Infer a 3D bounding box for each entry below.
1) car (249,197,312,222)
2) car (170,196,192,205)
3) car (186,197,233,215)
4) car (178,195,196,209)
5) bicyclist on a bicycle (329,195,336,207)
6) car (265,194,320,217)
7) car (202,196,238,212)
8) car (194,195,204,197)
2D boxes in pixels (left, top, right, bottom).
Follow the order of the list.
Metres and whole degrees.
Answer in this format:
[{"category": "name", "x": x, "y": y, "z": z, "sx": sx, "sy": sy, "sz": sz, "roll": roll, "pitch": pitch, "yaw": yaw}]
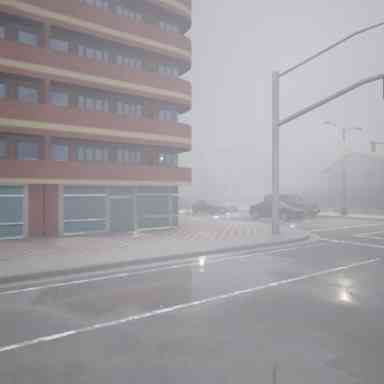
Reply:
[{"category": "car", "x": 6.841, "y": 1.478, "z": 26.991, "sx": 1.882, "sy": 1.535, "sz": 5.008, "roll": 0, "pitch": 0, "yaw": -34}, {"category": "car", "x": -2.086, "y": 1.526, "z": 60.526, "sx": 1.812, "sy": 1.442, "sz": 4.674, "roll": 0, "pitch": 0, "yaw": -34}, {"category": "car", "x": 1.719, "y": 1.526, "z": 34.469, "sx": 1.812, "sy": 1.442, "sz": 4.674, "roll": 0, "pitch": 0, "yaw": -35}, {"category": "car", "x": -1.953, "y": 1.505, "z": 45.972, "sx": 1.837, "sy": 1.490, "sz": 4.892, "roll": 0, "pitch": 0, "yaw": -34}, {"category": "bicyclist on a bicycle", "x": 19.330, "y": 1.301, "z": 45.873, "sx": 1.656, "sy": 1.620, "sz": 0.582, "roll": 0, "pitch": 0, "yaw": -35}, {"category": "car", "x": 8.827, "y": 1.221, "z": 30.320, "sx": 2.150, "sy": 2.045, "sz": 5.566, "roll": 0, "pitch": 0, "yaw": -34}, {"category": "car", "x": 3.290, "y": 1.526, "z": 38.367, "sx": 1.812, "sy": 1.442, "sz": 4.674, "roll": 0, "pitch": 0, "yaw": -35}, {"category": "car", "x": 0.766, "y": 1.352, "z": 62.472, "sx": 2.097, "sy": 1.767, "sz": 4.553, "roll": 0, "pitch": 0, "yaw": -35}]
